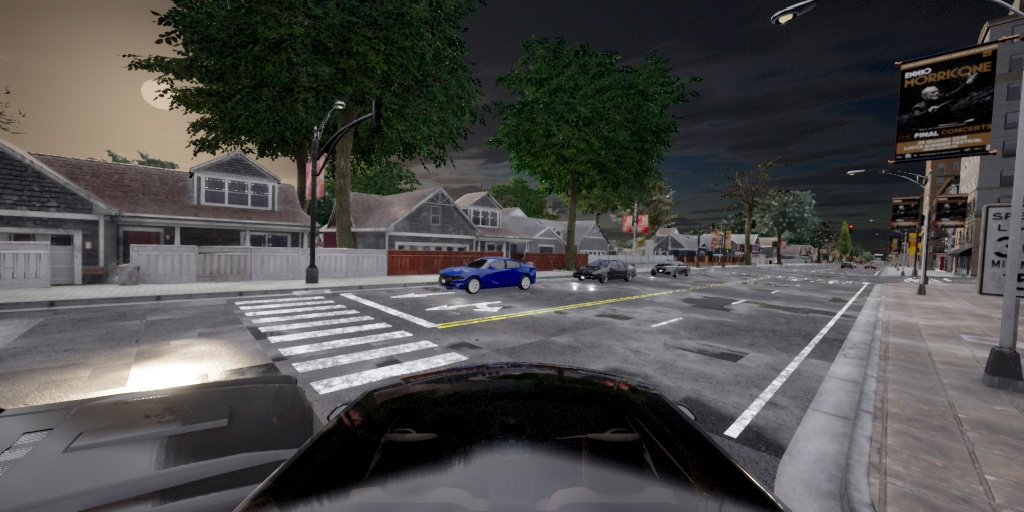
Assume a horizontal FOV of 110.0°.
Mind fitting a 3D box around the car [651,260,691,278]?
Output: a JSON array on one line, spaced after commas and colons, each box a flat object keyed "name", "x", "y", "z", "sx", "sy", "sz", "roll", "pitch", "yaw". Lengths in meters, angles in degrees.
[{"name": "car", "x": 13.446, "y": 1.022, "z": 30.292, "sx": 4.181, "sy": 1.385, "sz": 1.994, "roll": 1, "pitch": 2, "yaw": -44}]

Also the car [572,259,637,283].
[{"name": "car", "x": 6.201, "y": 0.930, "z": 23.421, "sx": 5.357, "sy": 1.411, "sz": 2.033, "roll": 1, "pitch": 2, "yaw": -44}]

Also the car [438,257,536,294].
[{"name": "car", "x": -1.013, "y": 0.787, "z": 16.552, "sx": 5.008, "sy": 1.535, "sz": 1.882, "roll": 1, "pitch": 2, "yaw": -44}]

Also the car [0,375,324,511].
[{"name": "car", "x": -3.316, "y": 1.277, "z": 1.382, "sx": 4.718, "sy": 1.301, "sz": 1.895, "roll": 1, "pitch": 2, "yaw": -34}]
